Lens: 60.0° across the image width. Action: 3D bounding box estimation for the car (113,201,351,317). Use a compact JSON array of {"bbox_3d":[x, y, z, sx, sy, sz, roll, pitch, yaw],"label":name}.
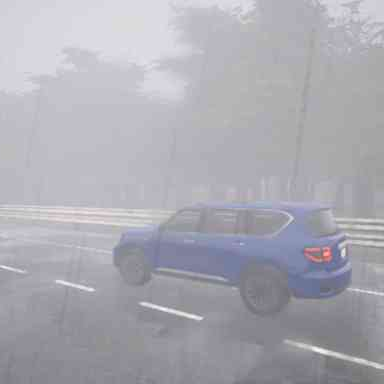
[{"bbox_3d":[0.620,1.228,7.723,5.566,2.045,2.150,0,0,36],"label":"car"}]
